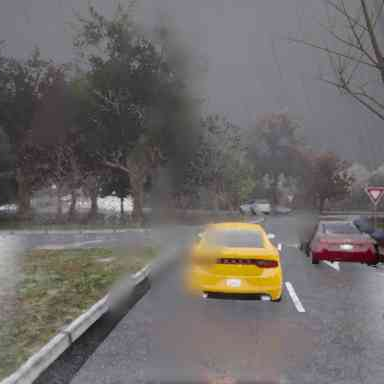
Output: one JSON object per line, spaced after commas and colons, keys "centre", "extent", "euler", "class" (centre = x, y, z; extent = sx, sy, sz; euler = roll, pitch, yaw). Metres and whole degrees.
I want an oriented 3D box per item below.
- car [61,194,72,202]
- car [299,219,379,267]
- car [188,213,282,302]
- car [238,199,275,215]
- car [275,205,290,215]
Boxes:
{"centre": [-32.853, 1.883, 85.267], "extent": [1.946, 1.575, 5.366], "euler": [0, 2, -12], "class": "car"}
{"centre": [5.016, 1.630, 11.836], "extent": [1.994, 1.385, 4.181], "euler": [0, -1, 12], "class": "car"}
{"centre": [1.116, 1.517, 8.497], "extent": [1.882, 1.535, 5.008], "euler": [0, -1, 8], "class": "car"}
{"centre": [8.131, 2.008, 43.939], "extent": [2.150, 2.045, 5.566], "euler": [1, -1, -18], "class": "car"}
{"centre": [11.122, 2.413, 44.962], "extent": [1.895, 1.301, 4.718], "euler": [1, -1, -19], "class": "car"}
